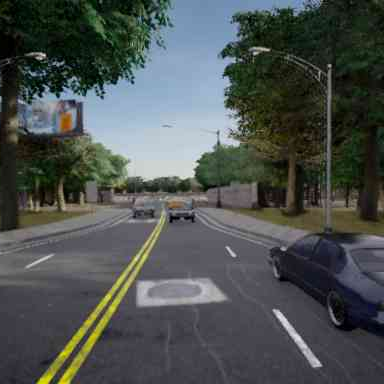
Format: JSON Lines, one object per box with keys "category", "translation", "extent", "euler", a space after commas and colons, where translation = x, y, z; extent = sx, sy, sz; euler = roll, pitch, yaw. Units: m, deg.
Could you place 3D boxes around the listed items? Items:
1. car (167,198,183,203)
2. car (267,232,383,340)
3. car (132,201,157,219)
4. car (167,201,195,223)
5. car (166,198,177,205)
{"category": "car", "translation": [-2.055, 1.561, 44.428], "extent": [1.882, 1.535, 5.008], "euler": [0, 0, -5]}
{"category": "car", "translation": [3.140, 1.539, 6.837], "extent": [2.033, 1.411, 5.357], "euler": [0, 0, -4]}
{"category": "car", "translation": [-4.264, 1.569, 30.328], "extent": [1.837, 1.490, 4.892], "euler": [0, -1, -3]}
{"category": "car", "translation": [-0.836, 1.638, 26.186], "extent": [1.895, 1.301, 4.718], "euler": [0, 0, -3]}
{"category": "car", "translation": [-3.840, 1.735, 62.779], "extent": [1.895, 1.301, 4.718], "euler": [0, 0, -5]}
